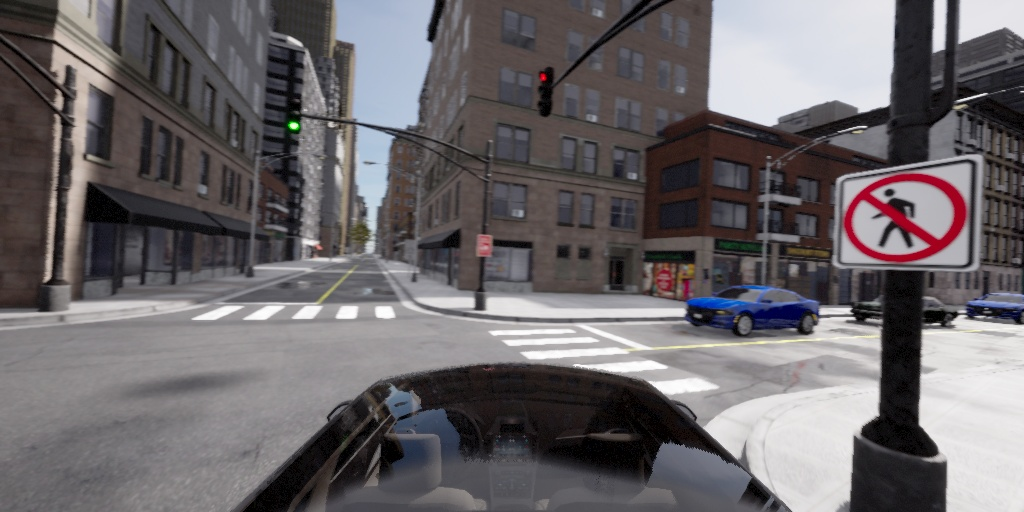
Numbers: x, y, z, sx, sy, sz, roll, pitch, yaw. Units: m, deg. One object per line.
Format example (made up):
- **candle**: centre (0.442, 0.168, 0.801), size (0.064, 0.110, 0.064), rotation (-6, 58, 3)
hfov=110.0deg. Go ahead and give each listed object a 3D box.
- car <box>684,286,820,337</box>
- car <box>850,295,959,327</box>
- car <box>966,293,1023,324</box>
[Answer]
- **car**: centre (8.254, 1.766, 12.338), size (5.008, 1.535, 1.882), rotation (3, -1, -22)
- **car**: centre (17.454, 2.400, 15.978), size (4.718, 1.301, 1.895), rotation (3, -1, -22)
- **car**: centre (27.654, 2.843, 19.998), size (5.008, 1.535, 1.882), rotation (3, -1, -21)
